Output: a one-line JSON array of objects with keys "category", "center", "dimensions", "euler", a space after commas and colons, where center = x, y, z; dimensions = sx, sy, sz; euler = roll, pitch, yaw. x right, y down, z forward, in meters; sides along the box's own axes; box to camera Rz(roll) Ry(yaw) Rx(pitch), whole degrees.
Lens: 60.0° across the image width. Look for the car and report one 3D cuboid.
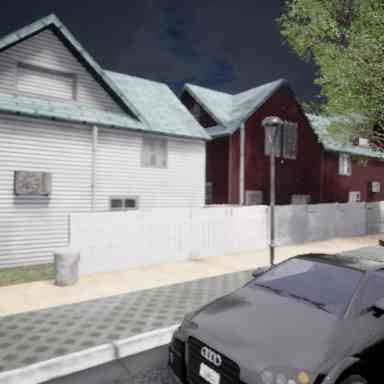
[{"category": "car", "center": [1.790, 1.558, 4.328], "dimensions": [4.181, 1.385, 1.994], "euler": [0, 0, -35]}]
